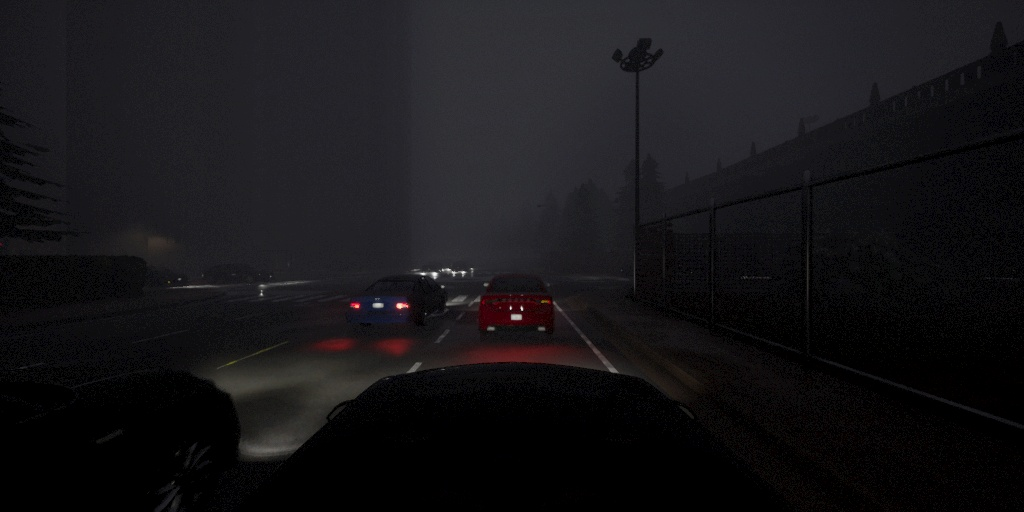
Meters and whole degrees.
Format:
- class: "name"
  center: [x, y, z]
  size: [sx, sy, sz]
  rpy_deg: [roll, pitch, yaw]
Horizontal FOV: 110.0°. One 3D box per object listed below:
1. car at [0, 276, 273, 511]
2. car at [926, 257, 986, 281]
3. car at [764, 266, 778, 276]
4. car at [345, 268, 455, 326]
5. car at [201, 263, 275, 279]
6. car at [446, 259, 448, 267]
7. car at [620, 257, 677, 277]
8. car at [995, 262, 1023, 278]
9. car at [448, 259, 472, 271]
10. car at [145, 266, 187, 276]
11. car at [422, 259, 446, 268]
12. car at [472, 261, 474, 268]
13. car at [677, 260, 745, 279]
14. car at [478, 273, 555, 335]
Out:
- class: "car"
  center: [-3.402, 1.102, 1.206]
  size: [2.097, 1.767, 4.553]
  rpy_deg: [0, 0, 0]
- class: "car"
  center: [37.004, 1.027, 30.824]
  size: [5.566, 2.045, 2.150]
  rpy_deg: [0, 0, 1]
- class: "car"
  center: [26.689, 1.370, 34.385]
  size: [4.181, 1.385, 1.994]
  rpy_deg: [0, 0, 0]
- class: "car"
  center: [-3.380, 1.298, 11.577]
  size: [2.033, 1.411, 5.357]
  rpy_deg: [0, 0, 0]
- class: "car"
  center: [-20.872, 1.311, 27.419]
  size: [4.892, 1.490, 1.837]
  rpy_deg: [0, 0, 0]
- class: "car"
  center: [-10.696, 1.245, 58.425]
  size: [2.128, 1.511, 4.902]
  rpy_deg: [0, 0, -4]
- class: "car"
  center: [13.317, 1.027, 34.456]
  size: [5.566, 2.045, 2.150]
  rpy_deg: [0, 0, 0]
- class: "car"
  center: [48.830, 1.315, 34.009]
  size: [4.892, 1.490, 1.837]
  rpy_deg: [0, 0, 4]
- class: "car"
  center: [-6.971, 1.316, 48.244]
  size: [1.994, 1.385, 4.181]
  rpy_deg: [0, 0, 0]
- class: "car"
  center: [-24.174, 1.369, 23.935]
  size: [4.181, 1.385, 1.994]
  rpy_deg: [0, 0, 0]
- class: "car"
  center: [-10.455, 1.353, 47.394]
  size: [1.895, 1.301, 4.718]
  rpy_deg: [0, 0, 0]
- class: "car"
  center: [-7.359, 1.279, 59.824]
  size: [1.812, 1.442, 4.674]
  rpy_deg: [0, 0, -5]
- class: "car"
  center: [17.311, 1.311, 30.935]
  size: [4.892, 1.490, 1.837]
  rpy_deg: [0, 0, 0]
- class: "car"
  center: [0.136, 1.228, 10.597]
  size: [1.882, 1.535, 5.008]
  rpy_deg: [0, 0, 1]
